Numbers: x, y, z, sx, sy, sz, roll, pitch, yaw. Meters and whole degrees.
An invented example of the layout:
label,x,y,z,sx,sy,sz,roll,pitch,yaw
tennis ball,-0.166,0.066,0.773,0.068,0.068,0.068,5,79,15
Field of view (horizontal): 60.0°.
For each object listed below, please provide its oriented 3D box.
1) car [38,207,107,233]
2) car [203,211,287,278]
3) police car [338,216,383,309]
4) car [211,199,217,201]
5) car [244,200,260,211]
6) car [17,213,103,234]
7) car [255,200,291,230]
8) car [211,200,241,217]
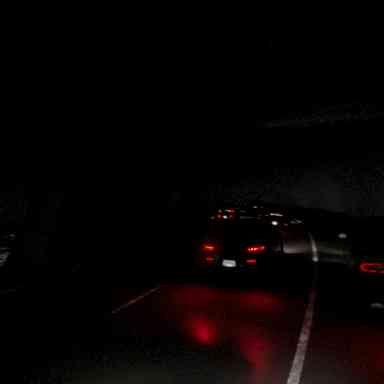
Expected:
label,x,y,z,sx,sy,sz,roll,pitch,yaw
car,-8.517,1.946,24.313,2.033,1.411,5.357,-2,0,14
car,1.695,1.550,10.210,1.812,1.442,4.674,-2,0,20
police car,4.494,1.355,7.564,1.930,1.638,5.238,-2,0,22
car,2.817,1.703,44.102,1.882,1.535,5.008,-1,0,-11
car,7.178,1.608,37.281,2.033,1.411,5.357,-2,0,-2
car,-6.868,1.786,17.665,1.882,1.535,5.008,-2,0,18
car,5.236,1.509,21.226,1.837,1.490,4.892,-2,0,14
car,2.857,1.612,26.934,1.837,1.490,4.892,-1,0,10
